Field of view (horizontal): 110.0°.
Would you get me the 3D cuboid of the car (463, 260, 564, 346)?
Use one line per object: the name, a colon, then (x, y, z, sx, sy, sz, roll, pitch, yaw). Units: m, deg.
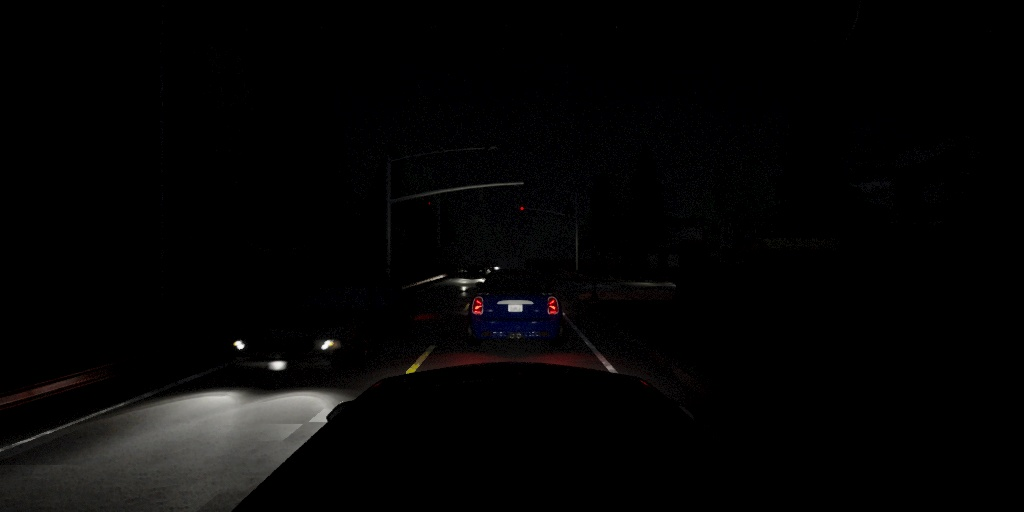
car: (0.078, 1.102, 9.560, 2.097, 1.767, 4.553, 0, 0, 0)

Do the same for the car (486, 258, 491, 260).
car: (-3.600, 1.102, 49.574, 2.097, 1.767, 4.553, 0, 0, 0)

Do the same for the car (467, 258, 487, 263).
car: (-3.486, 1.227, 33.410, 1.882, 1.535, 5.008, 0, 0, -3)

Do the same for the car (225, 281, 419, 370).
car: (-3.600, 1.297, 8.167, 2.033, 1.411, 5.357, 0, 0, 0)

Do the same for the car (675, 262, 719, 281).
car: (14.864, 1.259, 27.095, 4.553, 1.767, 2.097, 0, 0, 5)
